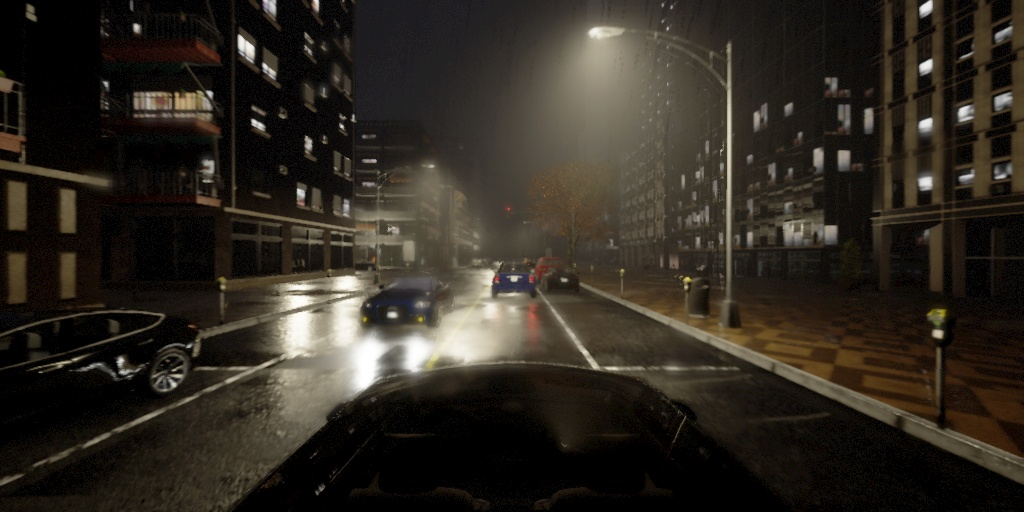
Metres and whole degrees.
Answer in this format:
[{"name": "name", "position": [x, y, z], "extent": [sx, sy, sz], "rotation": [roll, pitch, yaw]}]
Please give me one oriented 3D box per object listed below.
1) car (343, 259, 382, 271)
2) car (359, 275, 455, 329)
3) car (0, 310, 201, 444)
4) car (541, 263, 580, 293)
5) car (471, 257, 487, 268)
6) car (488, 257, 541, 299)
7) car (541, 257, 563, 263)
[{"name": "car", "position": [-16.431, 1.005, 38.881], "extent": [4.403, 1.370, 2.007], "rotation": [0, 0, -1]}, {"name": "car", "position": [-3.012, 1.291, 11.053], "extent": [1.994, 1.385, 4.181], "rotation": [0, 0, 0]}, {"name": "car", "position": [-5.689, 1.310, 3.818], "extent": [1.948, 1.339, 4.313], "rotation": [0, 0, 0]}, {"name": "car", "position": [2.693, 1.271, 20.386], "extent": [1.948, 1.339, 4.313], "rotation": [0, 0, 0]}, {"name": "car", "position": [-5.684, 1.181, 58.297], "extent": [2.007, 1.370, 4.403], "rotation": [0, 0, 0]}, {"name": "car", "position": [0.101, 1.062, 18.069], "extent": [2.097, 1.767, 4.553], "rotation": [0, 0, 0]}, {"name": "car", "position": [2.694, 1.007, 25.909], "extent": [2.192, 1.841, 5.009], "rotation": [0, 0, 0]}]
